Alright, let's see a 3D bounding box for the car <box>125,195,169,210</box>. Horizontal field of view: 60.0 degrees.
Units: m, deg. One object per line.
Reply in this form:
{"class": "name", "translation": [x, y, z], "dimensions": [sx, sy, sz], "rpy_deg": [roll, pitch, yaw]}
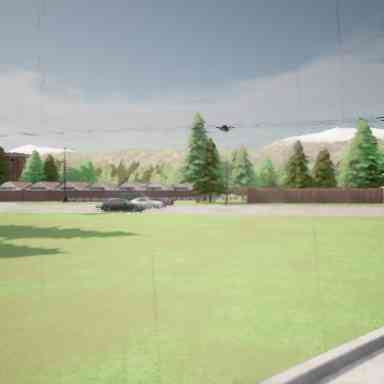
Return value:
{"class": "car", "translation": [-5.714, 1.415, 41.218], "dimensions": [4.674, 1.442, 1.812], "rpy_deg": [0, 0, 12]}

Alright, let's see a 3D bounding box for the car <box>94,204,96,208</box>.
{"class": "car", "translation": [-8.655, 1.509, 38.257], "dimensions": [4.718, 1.301, 1.895], "rpy_deg": [0, 0, 12]}

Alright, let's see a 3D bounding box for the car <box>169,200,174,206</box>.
{"class": "car", "translation": [-4.700, 1.428, 48.156], "dimensions": [4.181, 1.385, 1.994], "rpy_deg": [0, 0, 12]}

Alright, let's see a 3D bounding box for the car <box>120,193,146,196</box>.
{"class": "car", "translation": [-7.226, 1.106, 45.108], "dimensions": [5.566, 2.045, 2.150], "rpy_deg": [0, 0, 12]}

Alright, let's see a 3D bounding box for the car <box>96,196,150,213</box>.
{"class": "car", "translation": [-7.110, 1.441, 34.358], "dimensions": [4.674, 1.442, 1.812], "rpy_deg": [0, 0, 12]}
